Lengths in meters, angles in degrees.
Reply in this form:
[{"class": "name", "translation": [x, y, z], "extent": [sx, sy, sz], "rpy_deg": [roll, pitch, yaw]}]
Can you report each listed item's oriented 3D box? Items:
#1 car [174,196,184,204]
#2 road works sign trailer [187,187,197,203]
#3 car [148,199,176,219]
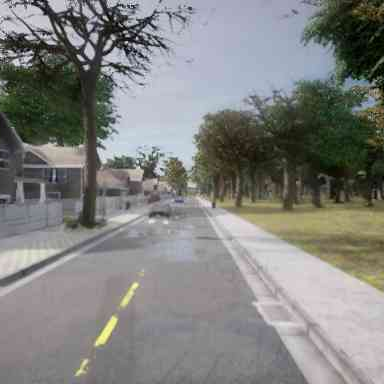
[{"class": "car", "translation": [-2.748, 1.695, 70.744], "extent": [1.882, 1.535, 5.008], "rpy_deg": [0, 0, 0]}, {"class": "road works sign trailer", "translation": [0.007, 0.724, 75.896], "extent": [2.380, 3.560, 2.880], "rpy_deg": [0, 0, 0]}, {"class": "car", "translation": [-2.848, 1.642, 30.683], "extent": [2.033, 1.411, 5.357], "rpy_deg": [0, 0, 0]}]
